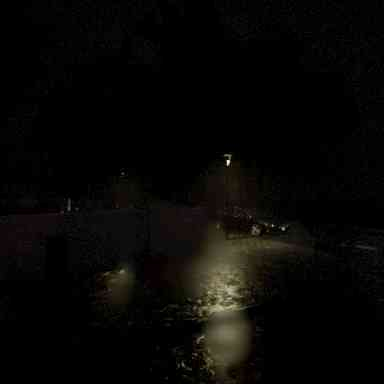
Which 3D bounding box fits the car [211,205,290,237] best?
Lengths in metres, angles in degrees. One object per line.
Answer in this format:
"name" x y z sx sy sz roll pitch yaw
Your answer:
"car" 3.009 1.510 17.991 1.837 1.490 4.892 0 1 -35
